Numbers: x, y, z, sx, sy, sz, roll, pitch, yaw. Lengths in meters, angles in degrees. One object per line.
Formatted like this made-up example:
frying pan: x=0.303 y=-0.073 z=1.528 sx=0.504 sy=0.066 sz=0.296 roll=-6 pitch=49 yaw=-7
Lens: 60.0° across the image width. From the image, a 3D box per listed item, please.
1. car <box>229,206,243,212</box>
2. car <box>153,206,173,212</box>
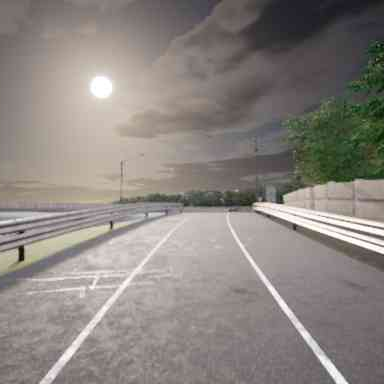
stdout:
car: x=10.571 y=4.140 z=79.594 sx=2.128 sy=1.511 sz=4.902 roll=-2 pitch=-4 yaw=31
car: x=-5.497 y=2.907 z=59.340 sx=4.674 sy=1.442 sz=1.812 roll=3 pitch=-5 yaw=-45
